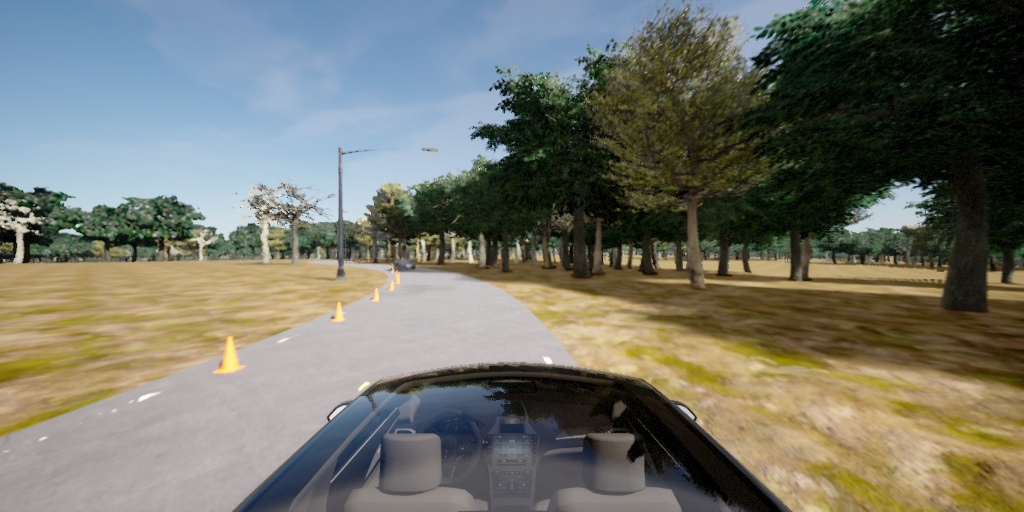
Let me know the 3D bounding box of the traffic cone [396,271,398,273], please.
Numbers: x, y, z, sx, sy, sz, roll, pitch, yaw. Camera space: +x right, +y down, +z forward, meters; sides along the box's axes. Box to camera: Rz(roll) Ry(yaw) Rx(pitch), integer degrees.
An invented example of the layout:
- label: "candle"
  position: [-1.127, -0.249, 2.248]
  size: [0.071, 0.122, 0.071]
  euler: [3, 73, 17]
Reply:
- label: "traffic cone"
  position: [-9.505, 1.633, 30.174]
  size: [0.340, 0.580, 0.340]
  euler: [0, 0, -18]

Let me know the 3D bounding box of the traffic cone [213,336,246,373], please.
- label: "traffic cone"
  position: [-5.003, 1.722, 6.368]
  size: [0.340, 0.580, 0.340]
  euler: [0, 0, -3]

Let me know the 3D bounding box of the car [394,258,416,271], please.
- label: "car"
  position: [-13.353, 1.064, 44.596]
  size: [2.128, 1.511, 4.902]
  euler: [0, 0, -29]

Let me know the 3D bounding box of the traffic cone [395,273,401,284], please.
- label: "traffic cone"
  position: [-8.111, 1.658, 25.519]
  size: [0.340, 0.580, 0.340]
  euler: [0, 0, -15]

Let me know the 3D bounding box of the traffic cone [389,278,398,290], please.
- label: "traffic cone"
  position: [-6.960, 1.679, 20.799]
  size: [0.340, 0.580, 0.340]
  euler: [0, 0, -12]

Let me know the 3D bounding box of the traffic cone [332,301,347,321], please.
- label: "traffic cone"
  position: [-5.404, 1.711, 11.210]
  size: [0.340, 0.580, 0.340]
  euler: [0, 0, -6]

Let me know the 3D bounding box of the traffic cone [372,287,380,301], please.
- label: "traffic cone"
  position: [-6.057, 1.697, 16.025]
  size: [0.340, 0.580, 0.340]
  euler: [0, 0, -9]
